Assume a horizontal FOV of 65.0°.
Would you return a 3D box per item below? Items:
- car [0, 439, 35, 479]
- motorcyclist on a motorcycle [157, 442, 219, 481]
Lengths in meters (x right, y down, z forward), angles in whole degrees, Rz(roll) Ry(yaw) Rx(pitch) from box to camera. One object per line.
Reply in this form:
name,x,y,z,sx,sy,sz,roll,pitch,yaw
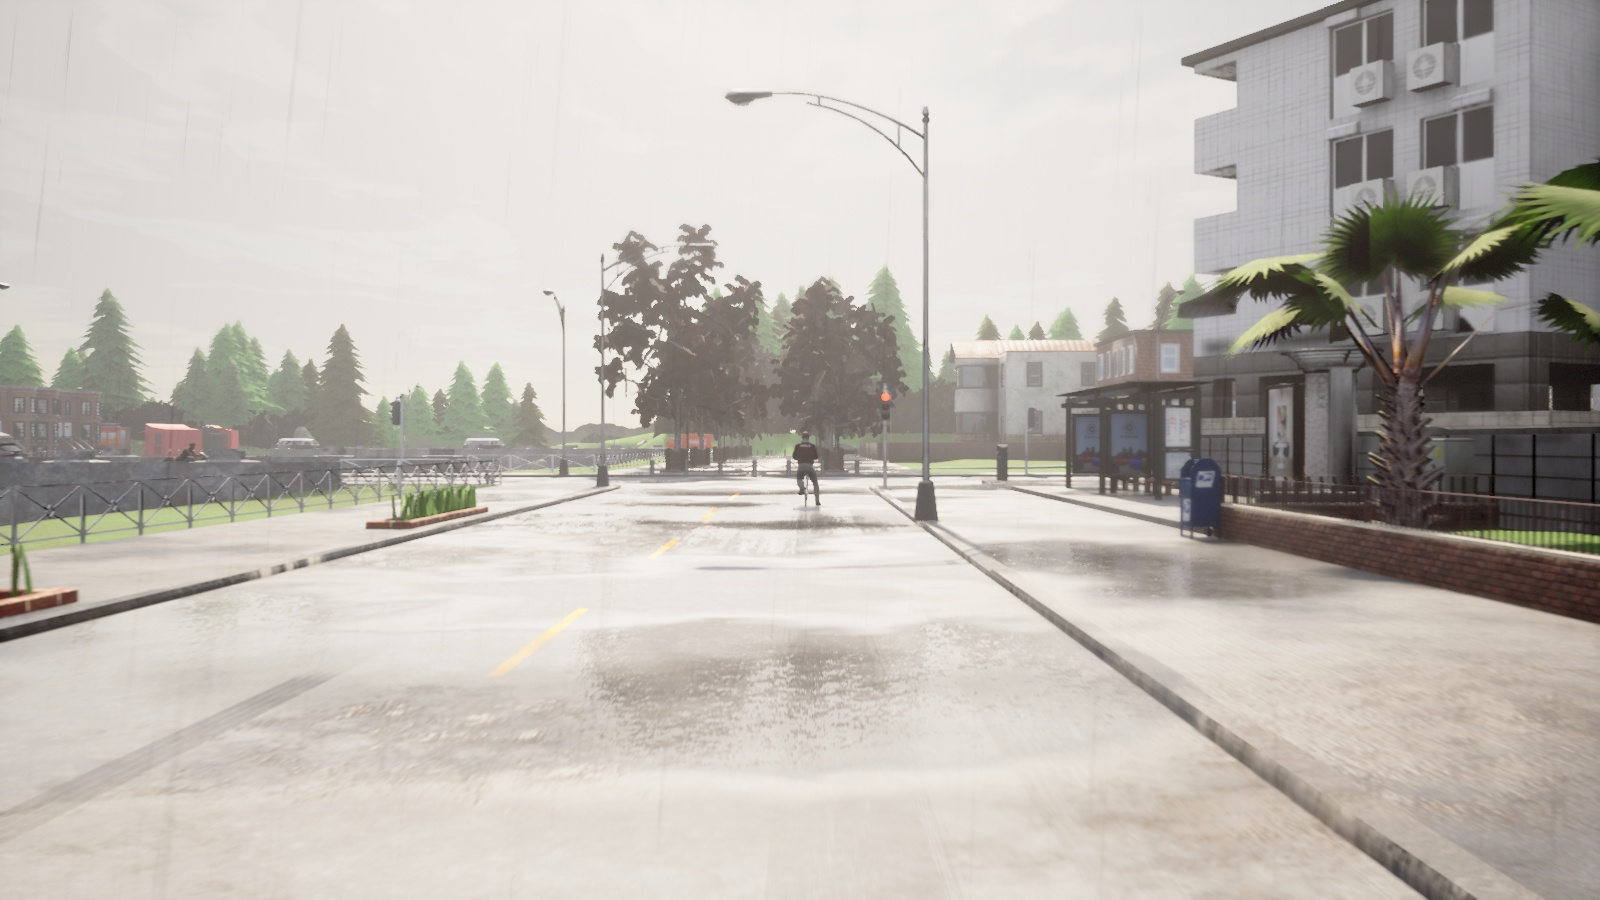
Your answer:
car,-35.252,0.350,52.855,4.856,1.649,2.033,0,0,0
motorcyclist on a motorcycle,-23.780,0.434,48.822,2.044,1.523,0.797,0,0,1
